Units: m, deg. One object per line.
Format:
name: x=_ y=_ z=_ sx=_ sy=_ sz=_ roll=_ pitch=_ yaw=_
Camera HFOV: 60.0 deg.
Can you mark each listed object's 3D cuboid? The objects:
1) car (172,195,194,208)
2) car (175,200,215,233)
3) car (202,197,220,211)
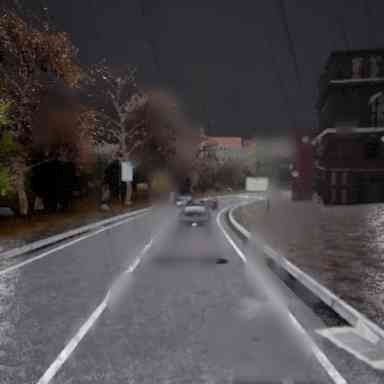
car: x=-1.014 y=1.197 z=41.225 sx=2.128 sy=1.511 sz=4.902 roll=1 pitch=1 yaw=13
car: x=0.200 y=1.469 z=19.479 sx=1.837 sy=1.490 sz=4.892 roll=0 pitch=0 yaw=1
car: x=2.071 y=1.303 z=37.942 sx=1.882 sy=1.535 sz=5.008 roll=1 pitch=1 yaw=11
